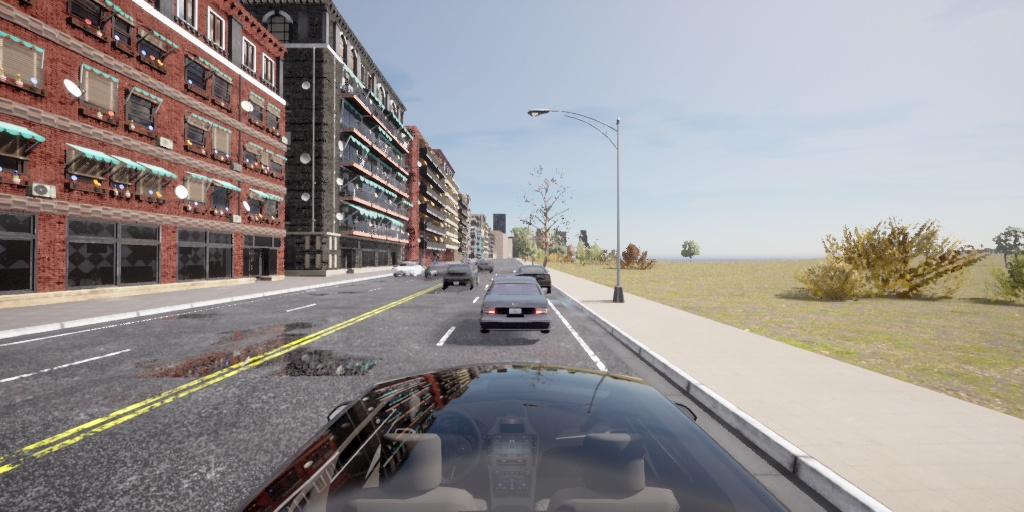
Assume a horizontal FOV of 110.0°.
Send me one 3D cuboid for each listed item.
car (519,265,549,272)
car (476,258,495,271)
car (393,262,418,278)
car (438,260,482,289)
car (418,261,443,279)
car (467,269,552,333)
[{"bbox_3d":[1.112,1.230,20.432,1.882,1.535,5.008,0,0,0],"label":"car"},{"bbox_3d":[-3.204,1.241,43.796,2.128,1.511,4.902,0,0,0],"label":"car"},{"bbox_3d":[-9.880,1.277,34.376,1.812,1.442,4.674,0,0,0],"label":"car"},{"bbox_3d":[-3.179,1.259,22.862,1.837,1.490,4.892,0,1,0],"label":"car"},{"bbox_3d":[-6.642,1.243,32.595,2.128,1.511,4.902,0,0,0],"label":"car"},{"bbox_3d":[0.091,1.299,10.669,2.033,1.411,5.357,0,0,0],"label":"car"}]
